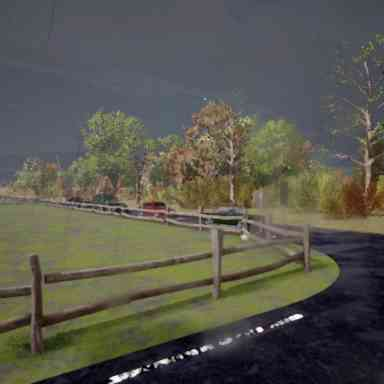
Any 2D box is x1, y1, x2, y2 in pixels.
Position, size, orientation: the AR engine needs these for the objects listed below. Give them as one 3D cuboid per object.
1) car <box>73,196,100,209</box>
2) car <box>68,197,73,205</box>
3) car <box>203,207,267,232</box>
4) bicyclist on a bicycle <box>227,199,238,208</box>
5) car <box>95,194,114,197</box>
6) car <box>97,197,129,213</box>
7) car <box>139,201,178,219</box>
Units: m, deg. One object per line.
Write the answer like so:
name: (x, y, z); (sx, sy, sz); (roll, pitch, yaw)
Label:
car: (-14.270, 1.597, 45.171); (1.994, 1.385, 4.181); (0, 0, -34)
car: (-20.899, 1.505, 59.851); (1.882, 1.535, 5.008); (0, 0, -35)
car: (2.670, 1.614, 20.615); (1.895, 1.301, 4.718); (0, 0, -35)
bicyclist on a bicycle: (3.645, 1.476, 29.700); (1.656, 1.620, 0.582); (-1, 0, -35)
car: (-13.112, 1.254, 48.611); (2.150, 2.045, 5.566); (0, 0, -35)
car: (-8.592, 1.597, 36.904); (1.994, 1.385, 4.181); (0, 0, -35)
car: (-3.041, 1.552, 28.868); (1.812, 1.442, 4.674); (0, 0, -35)
